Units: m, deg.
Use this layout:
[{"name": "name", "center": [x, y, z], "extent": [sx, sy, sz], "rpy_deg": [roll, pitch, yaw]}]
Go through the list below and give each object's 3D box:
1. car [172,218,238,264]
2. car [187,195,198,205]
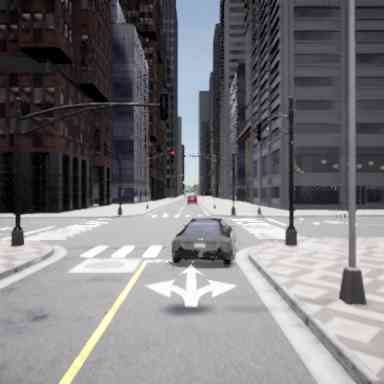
[{"name": "car", "center": [0.579, 1.626, 12.224], "extent": [1.994, 1.385, 4.181], "rpy_deg": [0, 0, 10]}, {"name": "car", "center": [0.073, 1.593, 70.810], "extent": [2.150, 2.045, 5.566], "rpy_deg": [0, 0, 0]}]
